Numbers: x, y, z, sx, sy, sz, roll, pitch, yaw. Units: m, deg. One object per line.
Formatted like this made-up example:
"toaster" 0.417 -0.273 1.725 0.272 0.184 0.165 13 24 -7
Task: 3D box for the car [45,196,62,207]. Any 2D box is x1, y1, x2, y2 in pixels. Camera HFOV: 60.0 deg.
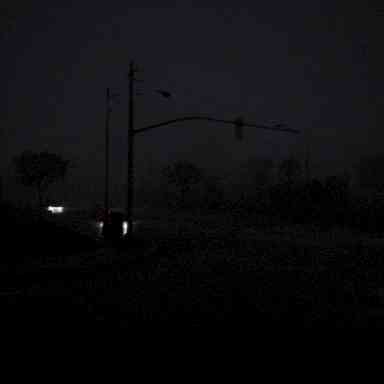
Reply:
"car" -21.021 1.359 50.571 2.128 1.511 4.902 1 1 -32

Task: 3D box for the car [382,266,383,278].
"car" 6.425 1.669 7.006 1.994 1.385 4.181 1 0 -32

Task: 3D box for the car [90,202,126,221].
"car" -7.337 1.609 28.794 1.882 1.535 5.008 1 0 -32
